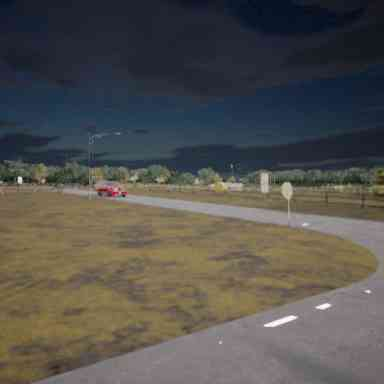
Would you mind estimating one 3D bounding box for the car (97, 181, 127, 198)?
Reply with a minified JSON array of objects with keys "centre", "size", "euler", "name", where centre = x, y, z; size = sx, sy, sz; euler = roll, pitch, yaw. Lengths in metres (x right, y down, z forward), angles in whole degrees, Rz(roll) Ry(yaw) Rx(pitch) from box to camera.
[{"centre":[-10.230,-0.402,42.093],"size":[2.150,2.045,5.566],"euler":[-1,3,-36],"name":"car"}]
